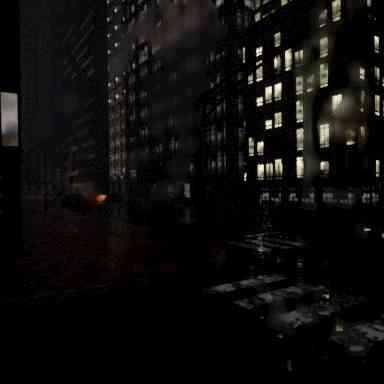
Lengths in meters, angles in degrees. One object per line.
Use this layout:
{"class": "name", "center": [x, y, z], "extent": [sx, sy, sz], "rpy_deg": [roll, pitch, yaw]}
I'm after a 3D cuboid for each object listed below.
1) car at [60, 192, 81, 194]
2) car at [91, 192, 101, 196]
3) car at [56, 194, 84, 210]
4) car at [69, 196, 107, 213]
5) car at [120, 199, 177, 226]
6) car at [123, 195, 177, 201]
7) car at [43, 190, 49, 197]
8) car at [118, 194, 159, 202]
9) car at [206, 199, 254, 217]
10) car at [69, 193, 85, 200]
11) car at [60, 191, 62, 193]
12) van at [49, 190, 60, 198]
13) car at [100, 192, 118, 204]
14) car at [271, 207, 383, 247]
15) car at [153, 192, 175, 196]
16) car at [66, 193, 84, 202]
{"class": "car", "center": [-16.949, 1.114, 47.422], "extent": [1.837, 1.490, 4.892], "rpy_deg": [-1, 1, -34]}
{"class": "car", "center": [-15.940, 0.794, 56.781], "extent": [2.097, 1.767, 4.553], "rpy_deg": [-1, 1, -35]}
{"class": "car", "center": [-13.718, 1.288, 38.065], "extent": [2.008, 1.369, 4.403], "rpy_deg": [-1, 1, -35]}
{"class": "car", "center": [-10.515, 1.353, 33.420], "extent": [1.947, 1.339, 4.313], "rpy_deg": [-1, 1, -35]}
{"class": "car", "center": [-2.886, 1.454, 22.399], "extent": [2.008, 1.369, 4.403], "rpy_deg": [-1, 1, -35]}
{"class": "car", "center": [-3.627, 1.309, 27.974], "extent": [2.128, 1.511, 4.902], "rpy_deg": [-1, 1, -35]}
{"class": "car", "center": [-35.653, 0.687, 84.657], "extent": [2.008, 1.369, 4.403], "rpy_deg": [-1, 1, -35]}
{"class": "car", "center": [-6.017, 1.234, 37.093], "extent": [2.033, 1.411, 5.357], "rpy_deg": [-1, 1, -34]}
{"class": "car", "center": [3.110, 1.277, 28.348], "extent": [1.752, 1.417, 4.829], "rpy_deg": [-1, 1, -35]}
{"class": "car", "center": [-22.847, 0.888, 66.077], "extent": [1.887, 1.381, 4.507], "rpy_deg": [-1, 1, -35]}
{"class": "car", "center": [-26.049, 0.732, 70.721], "extent": [1.967, 1.590, 4.097], "rpy_deg": [-1, 1, -35]}
{"class": "van", "center": [-32.451, 0.530, 80.009], "extent": [1.690, 1.788, 3.998], "rpy_deg": [-1, 1, -35]}
{"class": "car", "center": [-11.956, 1.007, 51.063], "extent": [1.837, 1.490, 4.892], "rpy_deg": [-1, 1, -35]}
{"class": "car", "center": [6.054, 1.467, 15.292], "extent": [2.128, 1.511, 4.902], "rpy_deg": [-1, 2, -45]}
{"class": "car", "center": [-3.640, 0.962, 38.205], "extent": [2.192, 1.841, 5.009], "rpy_deg": [-1, 1, -35]}
{"class": "car", "center": [-20.485, 0.963, 58.060], "extent": [1.837, 1.490, 4.892], "rpy_deg": [-1, 1, -34]}
